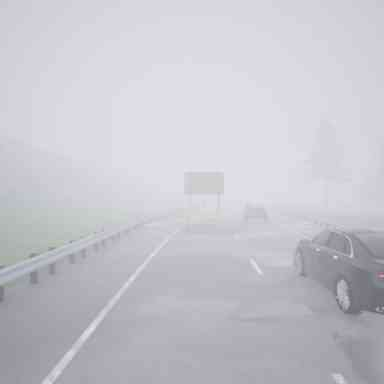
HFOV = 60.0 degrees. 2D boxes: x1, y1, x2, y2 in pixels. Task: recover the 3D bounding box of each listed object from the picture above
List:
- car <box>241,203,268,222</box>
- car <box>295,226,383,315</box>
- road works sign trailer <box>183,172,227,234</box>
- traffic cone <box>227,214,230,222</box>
[{"bbox_3d":[5.133,1.643,27.621,2.128,1.511,4.902,0,0,6],"label":"car"},{"bbox_3d":[3.787,1.550,7.611,1.837,1.490,4.892,0,0,2],"label":"car"},{"bbox_3d":[0.742,0.571,20.049,2.380,3.560,2.880,0,0,5],"label":"road works sign trailer"},{"bbox_3d":[2.866,2.100,26.874,0.340,0.580,0.340,0,0,5],"label":"traffic cone"}]
